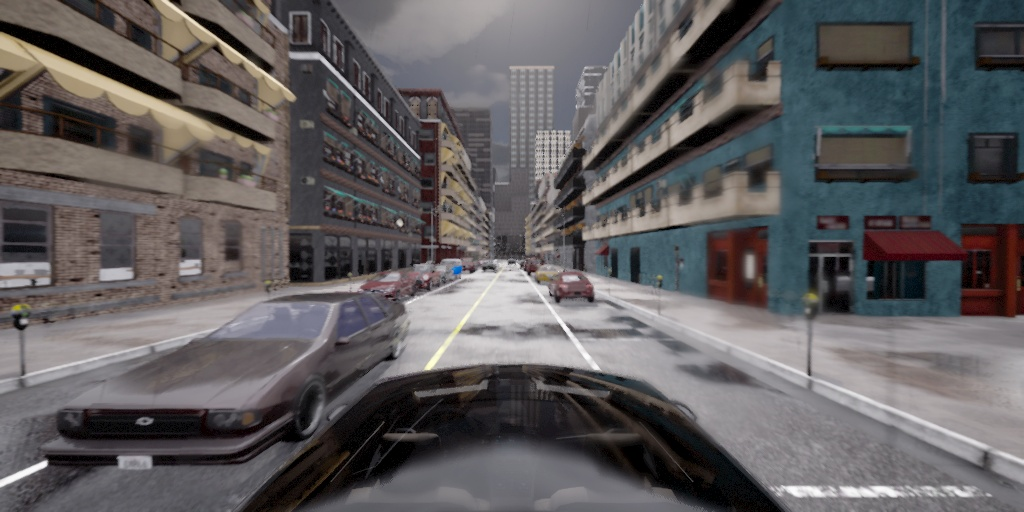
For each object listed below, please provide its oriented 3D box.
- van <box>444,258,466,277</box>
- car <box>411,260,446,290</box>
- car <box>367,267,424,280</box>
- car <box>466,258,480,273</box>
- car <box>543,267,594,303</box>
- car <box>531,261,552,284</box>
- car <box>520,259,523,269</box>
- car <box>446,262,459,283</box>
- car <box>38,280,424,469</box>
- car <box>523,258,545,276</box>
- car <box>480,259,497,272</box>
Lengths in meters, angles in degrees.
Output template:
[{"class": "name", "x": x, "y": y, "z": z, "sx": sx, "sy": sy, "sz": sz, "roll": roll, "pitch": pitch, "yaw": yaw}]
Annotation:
[{"class": "van", "x": -5.674, "y": 1.179, "z": 33.523, "sx": 1.690, "sy": 1.789, "sz": 3.998, "roll": 0, "pitch": 0, "yaw": 0}, {"class": "car", "x": -5.667, "y": 1.248, "z": 22.319, "sx": 1.967, "sy": 1.591, "sz": 4.097, "roll": 0, "pitch": 0, "yaw": 0}, {"class": "car", "x": -5.664, "y": 1.375, "z": 16.717, "sx": 1.802, "sy": 1.307, "sz": 4.207, "roll": 0, "pitch": 0, "yaw": 0}, {"class": "car", "x": -5.703, "y": 1.183, "z": 44.727, "sx": 2.192, "sy": 1.841, "sz": 5.009, "roll": 0, "pitch": 0, "yaw": 0}, {"class": "car", "x": 2.683, "y": 1.370, "z": 16.693, "sx": 1.802, "sy": 1.307, "sz": 4.207, "roll": 0, "pitch": 0, "yaw": 0}, {"class": "car", "x": 2.677, "y": 1.343, "z": 28.067, "sx": 1.751, "sy": 1.417, "sz": 4.829, "roll": 0, "pitch": 0, "yaw": 0}, {"class": "car", "x": 2.665, "y": 1.192, "z": 50.305, "sx": 2.192, "sy": 1.841, "sz": 5.009, "roll": 0, "pitch": 0, "yaw": 0}, {"class": "car", "x": -5.671, "y": 1.374, "z": 27.921, "sx": 2.007, "sy": 1.370, "sz": 4.403, "roll": 0, "pitch": 0, "yaw": 0}, {"class": "car", "x": -3.094, "y": 1.310, "z": 5.599, "sx": 2.033, "sy": 1.411, "sz": 5.357, "roll": 0, "pitch": 0, "yaw": 0}, {"class": "car", "x": 2.671, "y": 1.162, "z": 39.101, "sx": 2.192, "sy": 1.841, "sz": 5.009, "roll": 0, "pitch": 0, "yaw": 0}, {"class": "car", "x": -3.084, "y": 1.480, "z": 49.283, "sx": 1.895, "sy": 1.301, "sz": 4.718, "roll": 0, "pitch": 0, "yaw": 0}]
